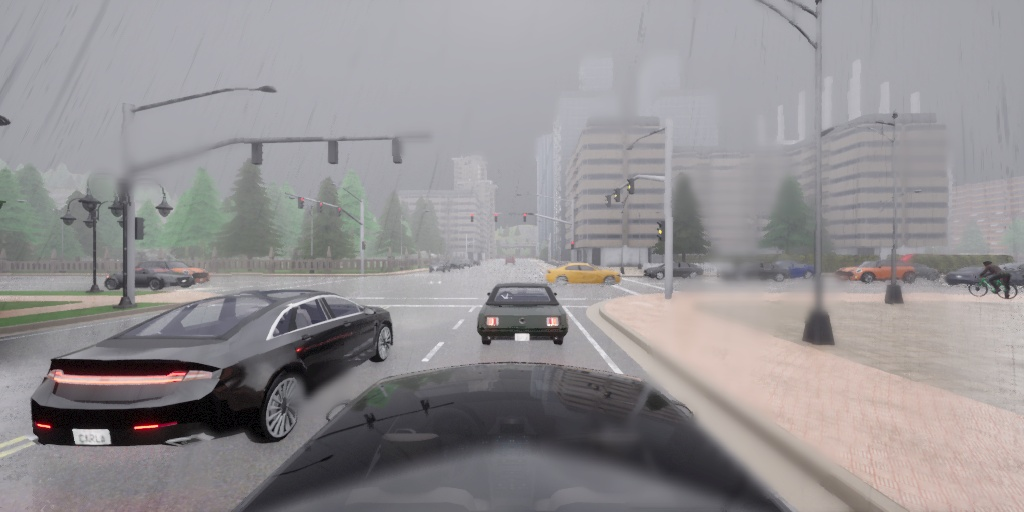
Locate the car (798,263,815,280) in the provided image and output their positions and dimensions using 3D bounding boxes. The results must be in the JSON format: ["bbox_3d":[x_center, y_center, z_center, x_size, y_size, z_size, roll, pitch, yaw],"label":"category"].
[{"bbox_3d":[23.311,1.228,30.748,5.008,1.535,1.882,0,0,2],"label":"car"}]

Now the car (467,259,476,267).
[{"bbox_3d":[-8.150,1.255,64.164,1.837,1.490,4.892,0,0,3],"label":"car"}]

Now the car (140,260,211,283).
[{"bbox_3d":[-23.886,1.102,25.113,4.553,1.767,2.097,0,0,2],"label":"car"}]

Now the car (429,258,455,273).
[{"bbox_3d":[-8.861,1.241,44.299,2.128,1.511,4.902,0,0,2],"label":"car"}]

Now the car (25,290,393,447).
[{"bbox_3d":[-3.330,1.242,5.313,2.128,1.511,4.902,0,0,1],"label":"car"}]

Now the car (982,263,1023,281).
[{"bbox_3d":[43.478,1.297,30.047,5.357,1.411,2.033,0,0,2],"label":"car"}]

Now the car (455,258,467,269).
[{"bbox_3d":[-8.525,1.102,54.027,2.097,1.767,4.553,0,0,2],"label":"car"}]

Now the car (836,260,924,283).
[{"bbox_3d":[27.417,1.102,27.107,4.553,1.767,2.097,0,0,2],"label":"car"}]

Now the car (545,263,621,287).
[{"bbox_3d":[4.728,1.227,24.158,5.008,1.535,1.882,0,0,2],"label":"car"}]

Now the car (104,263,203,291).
[{"bbox_3d":[-21.634,1.314,21.533,4.181,1.385,1.994,0,0,2],"label":"car"}]

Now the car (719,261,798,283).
[{"bbox_3d":[18.485,1.255,27.406,4.892,1.490,1.837,0,0,2],"label":"car"}]

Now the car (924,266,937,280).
[{"bbox_3d":[33.267,1.314,30.415,4.181,1.385,1.994,0,0,1],"label":"car"}]

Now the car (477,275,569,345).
[{"bbox_3d":[0.263,1.351,9.464,1.895,1.301,4.718,0,0,1],"label":"car"}]

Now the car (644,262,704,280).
[{"bbox_3d":[13.964,1.255,31.057,4.892,1.490,1.837,0,0,2],"label":"car"}]

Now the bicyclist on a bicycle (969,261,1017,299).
[{"bbox_3d":[21.182,1.051,15.827,0.582,1.620,1.656,0,0,2],"label":"bicyclist on a bicycle"}]

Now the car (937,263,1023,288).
[{"bbox_3d":[31.117,1.314,23.285,4.181,1.385,1.994,0,0,2],"label":"car"}]
